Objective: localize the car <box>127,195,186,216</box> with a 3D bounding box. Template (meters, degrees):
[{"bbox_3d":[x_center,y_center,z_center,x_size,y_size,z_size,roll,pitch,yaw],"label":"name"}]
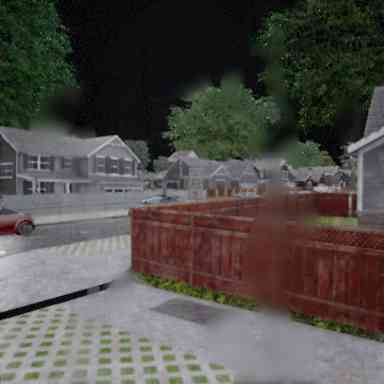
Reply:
[{"bbox_3d":[-2.308,1.001,22.859,1.837,1.490,4.892,1,2,35],"label":"car"}]

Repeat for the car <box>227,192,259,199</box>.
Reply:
[{"bbox_3d":[5.145,0.754,33.451,2.128,1.511,4.902,1,2,35],"label":"car"}]

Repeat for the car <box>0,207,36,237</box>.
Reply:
[{"bbox_3d":[-8.759,1.257,13.700,1.994,1.385,4.181,1,2,34],"label":"car"}]

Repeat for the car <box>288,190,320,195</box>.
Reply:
[{"bbox_3d":[13.754,0.610,40.683,1.837,1.490,4.892,1,2,35],"label":"car"}]

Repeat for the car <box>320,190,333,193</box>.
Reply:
[{"bbox_3d":[19.589,0.411,49.072,2.128,1.511,4.902,1,2,35],"label":"car"}]
